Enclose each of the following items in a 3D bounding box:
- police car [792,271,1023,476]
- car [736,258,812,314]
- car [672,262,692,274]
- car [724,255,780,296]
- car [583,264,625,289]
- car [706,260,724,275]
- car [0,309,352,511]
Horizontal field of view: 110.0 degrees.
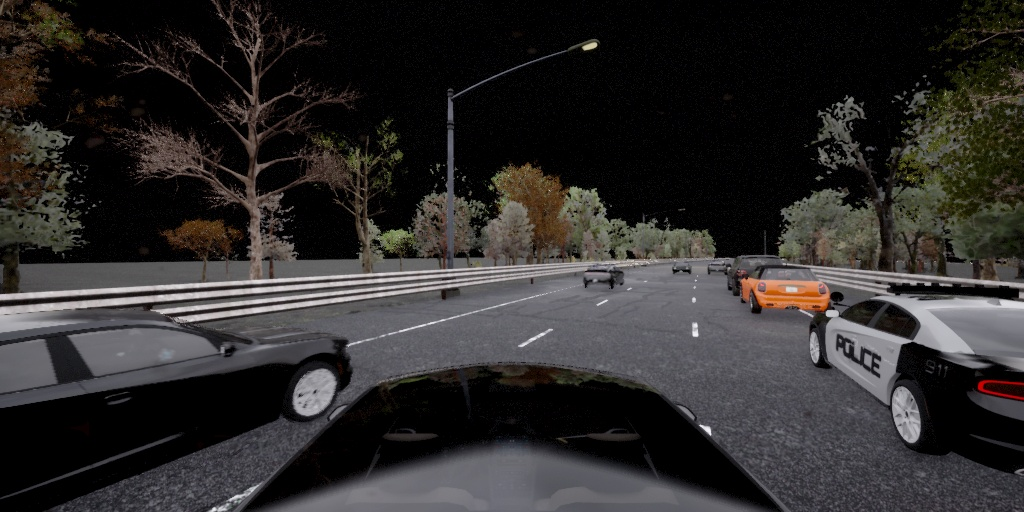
[{"bbox_3d":[5.614,1.175,4.707,1.930,1.638,5.238,0,0,26],"label":"police car"},{"bbox_3d":[9.951,1.102,13.423,2.097,1.767,4.553,0,0,27],"label":"car"},{"bbox_3d":[19.393,1.369,40.789,1.895,1.301,4.718,0,0,29],"label":"car"},{"bbox_3d":[12.671,0.978,18.754,2.150,2.045,5.566,0,0,27],"label":"car"},{"bbox_3d":[5.981,1.242,23.073,2.128,1.511,4.902,0,0,27],"label":"car"},{"bbox_3d":[22.503,1.261,39.304,2.128,1.511,4.902,0,0,29],"label":"car"},{"bbox_3d":[-3.901,1.228,3.277,1.882,1.535,5.008,0,0,26],"label":"car"}]
